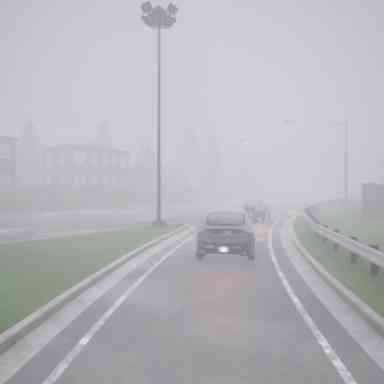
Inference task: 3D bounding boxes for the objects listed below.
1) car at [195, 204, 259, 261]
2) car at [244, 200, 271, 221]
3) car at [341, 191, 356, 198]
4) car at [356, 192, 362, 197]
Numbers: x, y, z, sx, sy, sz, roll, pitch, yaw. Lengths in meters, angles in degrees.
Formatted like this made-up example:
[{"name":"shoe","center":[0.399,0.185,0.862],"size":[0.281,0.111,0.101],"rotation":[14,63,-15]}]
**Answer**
[{"name":"car","center":[1.289,1.387,11.851],"size":[1.837,1.490,4.892],"rotation":[0,0,9]},{"name":"car","center":[4.626,1.294,24.370],"size":[1.812,1.442,4.674],"rotation":[0,1,20]},{"name":"car","center":[40.580,0.726,85.582],"size":[1.882,1.535,5.008],"rotation":[1,1,37]},{"name":"car","center":[43.597,0.628,83.764],"size":[2.097,1.767,4.553],"rotation":[1,1,37]}]
